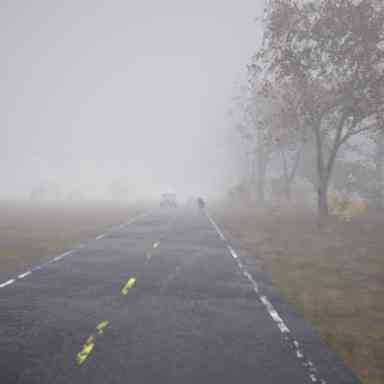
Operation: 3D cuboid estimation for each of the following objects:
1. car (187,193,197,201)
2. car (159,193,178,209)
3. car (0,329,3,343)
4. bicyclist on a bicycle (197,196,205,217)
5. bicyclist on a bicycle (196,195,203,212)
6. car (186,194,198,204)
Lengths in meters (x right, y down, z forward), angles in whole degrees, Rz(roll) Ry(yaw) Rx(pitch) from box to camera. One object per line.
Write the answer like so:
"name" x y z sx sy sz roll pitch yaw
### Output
"car" -0.017 1.152 75.463 2.097 1.767 4.553 0 0 0
"car" -3.091 1.105 44.324 2.150 2.045 5.566 0 0 0
"car" -3.100 1.543 1.461 2.033 1.411 5.357 0 0 0
"bicyclist on a bicycle" 0.814 1.375 27.205 0.582 1.620 1.656 0 0 0
"bicyclist on a bicycle" 0.807 1.271 36.213 0.659 1.776 1.843 -1 0 0
"car" 0.031 1.405 59.080 1.994 1.385 4.181 0 0 1
